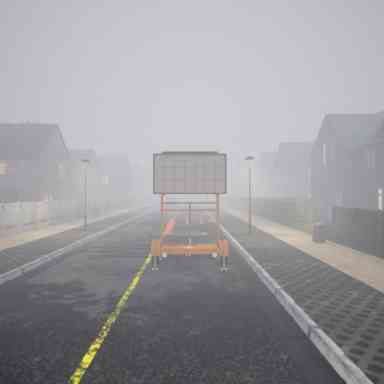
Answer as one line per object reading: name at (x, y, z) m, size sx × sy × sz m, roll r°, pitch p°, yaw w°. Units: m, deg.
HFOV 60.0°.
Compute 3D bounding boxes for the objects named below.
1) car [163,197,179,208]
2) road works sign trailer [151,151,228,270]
car at (-3.097, 1.481, 49.482) m, size 2.097 × 1.767 × 4.553 m, roll 0°, pitch 0°, yaw 0°
road works sign trailer at (-0.069, 0.466, 10.996) m, size 2.380 × 3.560 × 2.880 m, roll 0°, pitch 0°, yaw 0°
